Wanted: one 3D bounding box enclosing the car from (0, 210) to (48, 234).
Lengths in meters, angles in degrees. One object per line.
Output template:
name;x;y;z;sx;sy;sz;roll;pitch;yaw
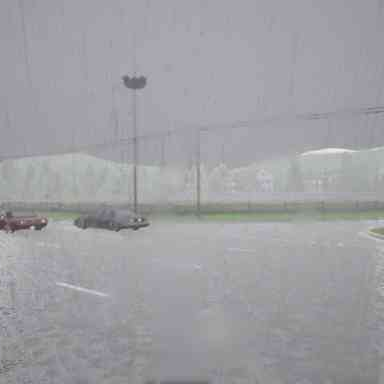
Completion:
car;-10.987;1.775;20.421;4.718;1.301;1.895;-1;0;35

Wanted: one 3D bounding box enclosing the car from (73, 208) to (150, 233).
car;-5.038;1.681;20.476;5.357;1.411;2.033;-1;0;35
